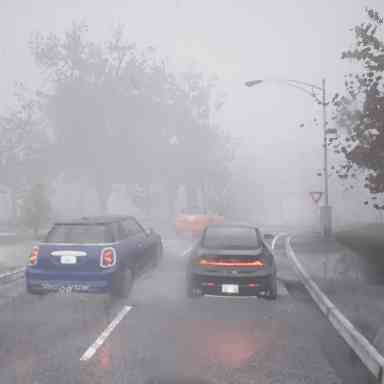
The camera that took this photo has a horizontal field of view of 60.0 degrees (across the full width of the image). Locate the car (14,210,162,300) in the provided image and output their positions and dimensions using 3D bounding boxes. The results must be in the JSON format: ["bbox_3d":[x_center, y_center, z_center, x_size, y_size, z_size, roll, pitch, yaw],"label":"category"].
[{"bbox_3d":[-2.194,1.379,8.733,2.097,1.767,4.553,0,0,7],"label":"car"}]

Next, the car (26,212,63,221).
[{"bbox_3d":[-25.391,4.173,57.358,2.033,1.411,5.357,-3,-5,40],"label":"car"}]

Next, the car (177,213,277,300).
[{"bbox_3d":[1.012,1.506,8.451,1.837,1.490,4.892,-1,0,8],"label":"car"}]

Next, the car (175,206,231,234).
[{"bbox_3d":[0.690,1.688,20.386,2.097,1.767,4.553,-1,-4,20],"label":"car"}]

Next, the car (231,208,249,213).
[{"bbox_3d":[7.426,3.925,58.213,2.150,2.045,5.566,4,-5,-44],"label":"car"}]
